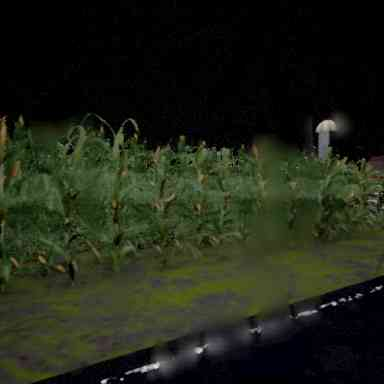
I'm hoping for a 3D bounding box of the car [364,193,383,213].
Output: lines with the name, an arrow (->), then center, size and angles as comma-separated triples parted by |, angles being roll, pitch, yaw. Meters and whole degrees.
car -> 19.700, 1.154, 32.156 | 2.150, 2.045, 5.566 | 1, 1, -39
